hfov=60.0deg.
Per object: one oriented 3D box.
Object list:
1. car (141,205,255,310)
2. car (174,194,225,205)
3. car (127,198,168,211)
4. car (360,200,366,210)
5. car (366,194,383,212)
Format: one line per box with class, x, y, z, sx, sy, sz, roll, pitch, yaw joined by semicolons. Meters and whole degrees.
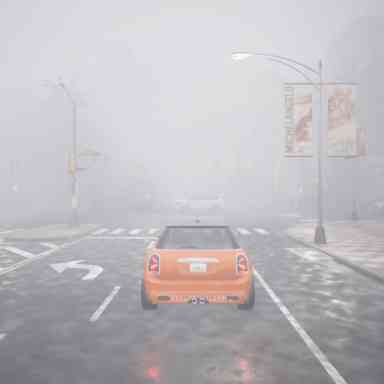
car;0.112;1.352;7.994;2.097;1.767;4.553;0;0;0
car;0.802;1.222;35.729;5.566;2.045;2.150;0;-1;-11
car;-5.383;1.505;40.072;4.892;1.490;1.837;0;0;1
car;23.206;1.221;39.772;5.566;2.045;2.150;0;0;1
car;22.079;1.352;36.276;4.553;1.767;2.097;0;0;1
